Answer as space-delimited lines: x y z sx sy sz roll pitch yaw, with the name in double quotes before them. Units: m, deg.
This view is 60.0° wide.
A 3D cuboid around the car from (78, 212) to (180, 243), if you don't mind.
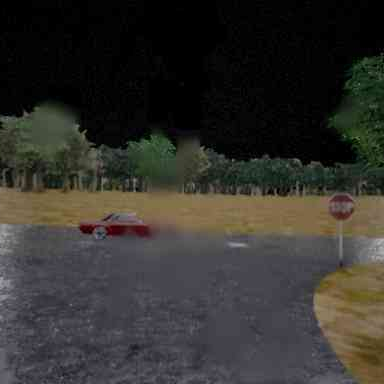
"car" -2.934 1.680 16.307 4.718 1.301 1.895 2 -2 -3
